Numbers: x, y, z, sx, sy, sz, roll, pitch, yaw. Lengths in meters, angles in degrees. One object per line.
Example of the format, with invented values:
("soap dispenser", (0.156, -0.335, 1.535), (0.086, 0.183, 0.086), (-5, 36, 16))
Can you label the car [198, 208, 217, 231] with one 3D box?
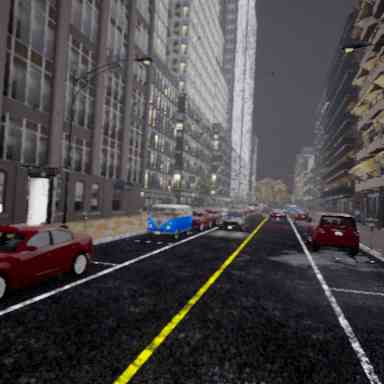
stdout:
("car", (0.276, 1.978, 24.244), (1.887, 1.381, 4.507), (4, -1, 15))

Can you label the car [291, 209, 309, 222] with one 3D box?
("car", (14.182, 3.067, 43.942), (1.947, 1.339, 4.313), (4, -1, 15))

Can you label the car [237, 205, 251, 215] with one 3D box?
("car", (9.004, 3.022, 57.030), (1.887, 1.381, 4.507), (4, -1, 15))

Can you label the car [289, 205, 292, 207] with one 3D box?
("car", (17.138, 3.379, 55.036), (1.752, 1.417, 4.829), (4, -1, 15))

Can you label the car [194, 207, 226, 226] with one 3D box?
("car", (1.730, 2.152, 29.708), (1.887, 1.381, 4.507), (4, -1, 15))

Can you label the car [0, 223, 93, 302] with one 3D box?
("car", (-4.089, 1.457, 7.852), (1.887, 1.381, 4.507), (4, -1, 15))

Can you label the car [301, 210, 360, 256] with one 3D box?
("car", (6.924, 1.947, 16.624), (2.192, 1.841, 5.009), (4, -1, 15))

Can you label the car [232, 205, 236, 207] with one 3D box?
("car", (3.143, 2.302, 35.009), (1.752, 1.417, 4.829), (4, -1, 15))

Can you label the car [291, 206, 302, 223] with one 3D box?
("car", (12.736, 2.767, 38.480), (1.967, 1.590, 4.097), (4, -1, 15))

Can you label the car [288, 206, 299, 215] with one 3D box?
("car", (20.010, 3.637, 65.801), (1.967, 1.590, 4.097), (4, -1, 15))

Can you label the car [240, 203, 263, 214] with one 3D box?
("car", (7.532, 2.078, 41.003), (2.097, 1.767, 4.553), (3, -1, 15))

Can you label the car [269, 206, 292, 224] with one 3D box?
("car", (9.372, 2.605, 36.148), (2.128, 1.511, 4.902), (3, -1, 15))

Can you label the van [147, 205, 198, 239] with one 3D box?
("van", (-1.166, 1.601, 18.782), (1.690, 1.788, 3.998), (4, -1, 15))

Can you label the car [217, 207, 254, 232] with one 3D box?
("car", (3.350, 2.165, 25.766), (2.033, 1.411, 5.357), (3, -1, 15))

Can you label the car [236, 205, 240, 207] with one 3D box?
("car", (6.102, 2.570, 46.102), (1.967, 1.590, 4.097), (4, -1, 15))

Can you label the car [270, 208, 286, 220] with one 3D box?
("car", (12.168, 2.998, 46.806), (2.033, 1.411, 5.357), (3, -1, 15))

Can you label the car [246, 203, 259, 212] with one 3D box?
("car", (13.384, 3.315, 73.426), (2.192, 1.841, 5.009), (4, -1, 15))
